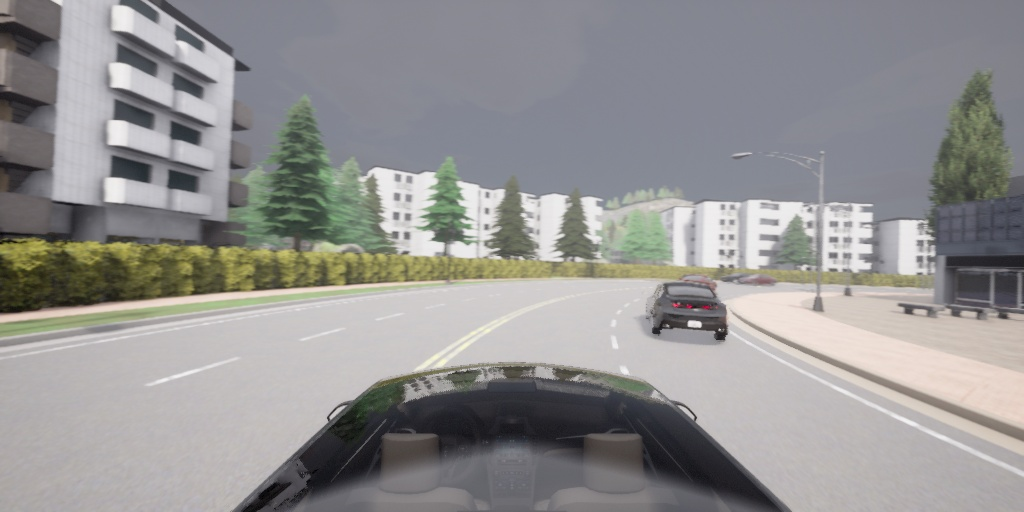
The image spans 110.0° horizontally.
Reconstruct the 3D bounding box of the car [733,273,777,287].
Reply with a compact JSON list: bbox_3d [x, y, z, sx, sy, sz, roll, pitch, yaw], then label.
[{"bbox_3d":[30.163,2.937,44.024,4.674,1.442,1.812,2,-1,-15],"label":"car"}]

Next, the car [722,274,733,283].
[{"bbox_3d":[30.311,2.940,47.682,5.008,1.535,1.882,3,-1,-13],"label":"car"}]

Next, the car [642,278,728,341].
[{"bbox_3d":[5.293,1.569,11.314,1.837,1.490,4.892,2,-2,17],"label":"car"}]

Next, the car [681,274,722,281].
[{"bbox_3d":[12.898,2.003,25.016,1.882,1.535,5.008,1,-1,40],"label":"car"}]
